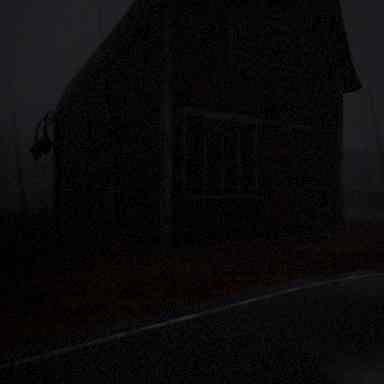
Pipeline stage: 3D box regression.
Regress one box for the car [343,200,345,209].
[{"bbox_3d":[17.223,1.214,42.008,2.097,1.767,4.553,0,0,-9],"label":"car"}]
